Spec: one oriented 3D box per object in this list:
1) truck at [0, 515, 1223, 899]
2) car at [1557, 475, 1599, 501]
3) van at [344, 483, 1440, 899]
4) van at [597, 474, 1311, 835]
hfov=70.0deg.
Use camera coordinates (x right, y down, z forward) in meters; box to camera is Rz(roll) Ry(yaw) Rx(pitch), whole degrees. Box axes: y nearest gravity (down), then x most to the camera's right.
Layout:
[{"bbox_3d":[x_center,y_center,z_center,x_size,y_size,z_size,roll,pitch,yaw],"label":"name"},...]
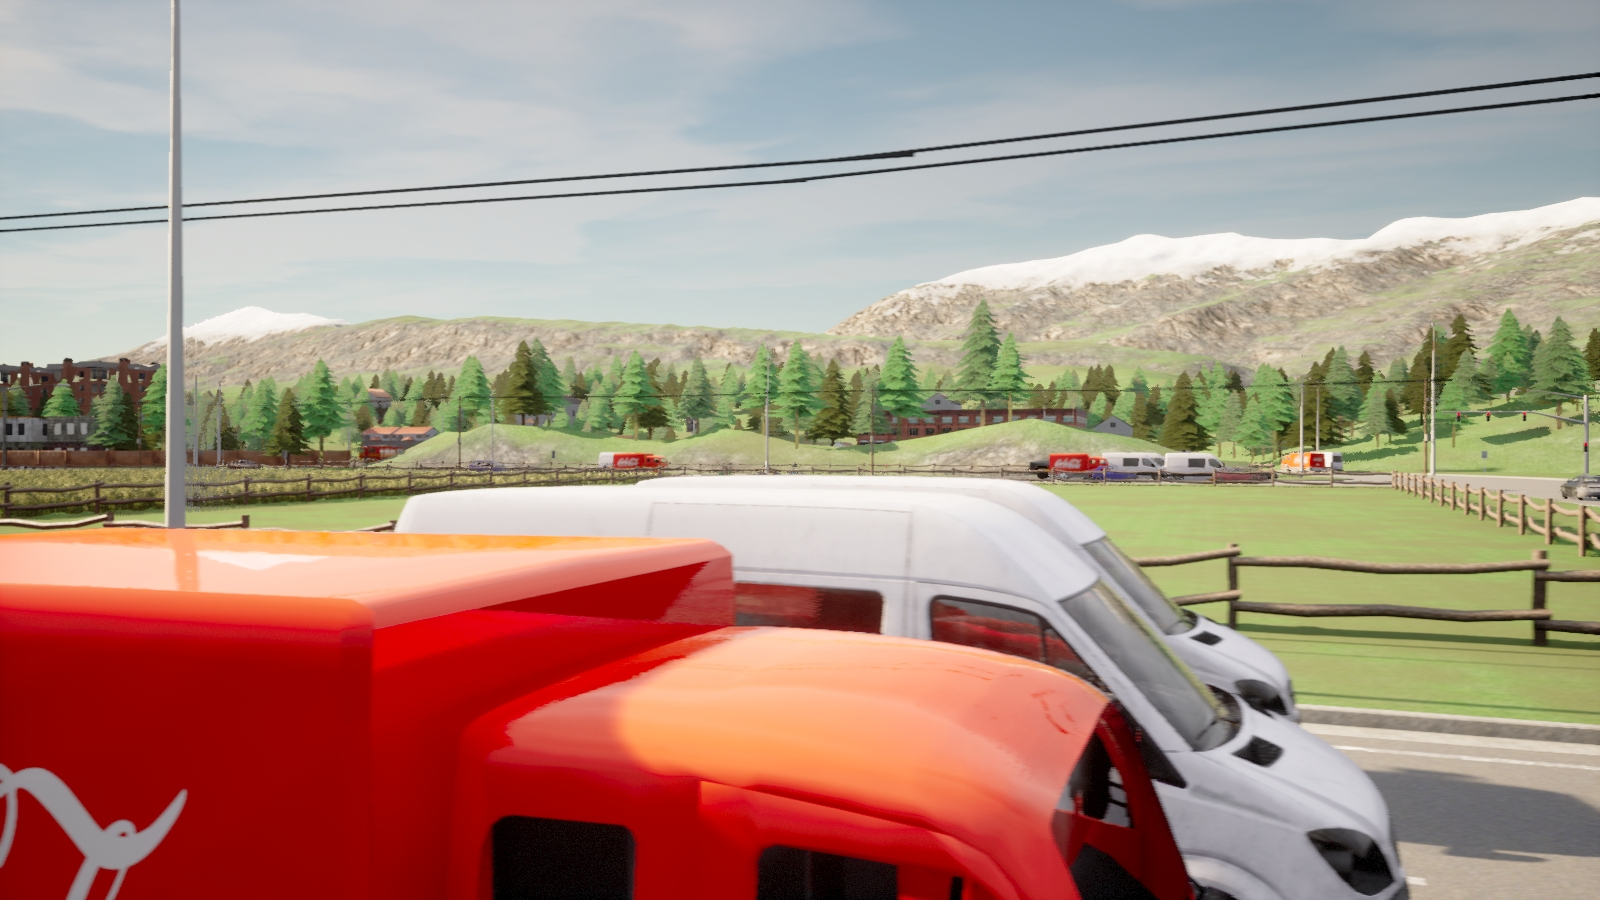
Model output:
[{"bbox_3d":[-1.357,1.568,3.862,5.204,2.467,2.627,0,0,21],"label":"truck"},{"bbox_3d":[44.622,2.131,64.691,1.994,1.385,4.181,0,0,20],"label":"car"},{"bbox_3d":[0.334,1.533,6.896,5.915,2.561,1.988,0,0,20],"label":"van"},{"bbox_3d":[1.282,1.533,10.277,5.915,2.561,1.988,0,0,20],"label":"van"}]
